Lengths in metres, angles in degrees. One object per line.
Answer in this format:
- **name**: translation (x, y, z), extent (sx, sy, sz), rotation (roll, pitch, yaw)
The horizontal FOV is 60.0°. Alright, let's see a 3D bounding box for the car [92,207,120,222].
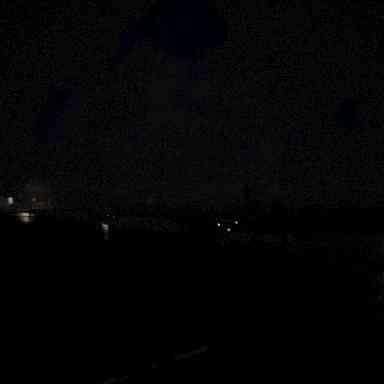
- **car**: translation (-9.727, 2.458, 37.433), extent (1.837, 1.490, 4.892), rotation (-3, 0, -35)

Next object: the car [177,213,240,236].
- **car**: translation (0.983, 2.084, 22.299), extent (1.895, 1.301, 4.718), rotation (-3, 0, -35)
